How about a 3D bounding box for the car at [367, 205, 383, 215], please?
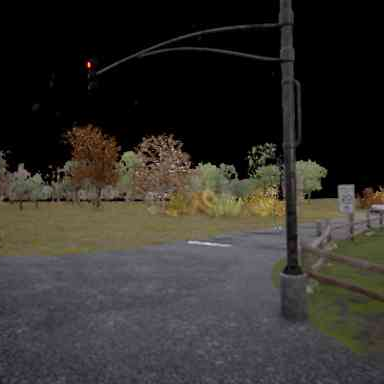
[{"bbox_3d":[26.581,2.500,47.486,2.033,1.411,5.357,-2,-2,40],"label":"car"}]
